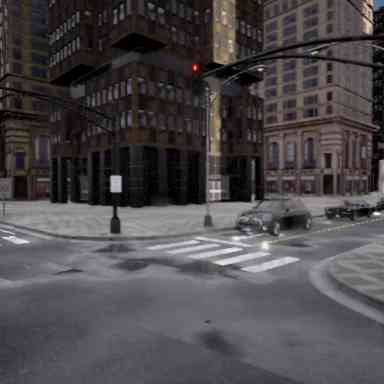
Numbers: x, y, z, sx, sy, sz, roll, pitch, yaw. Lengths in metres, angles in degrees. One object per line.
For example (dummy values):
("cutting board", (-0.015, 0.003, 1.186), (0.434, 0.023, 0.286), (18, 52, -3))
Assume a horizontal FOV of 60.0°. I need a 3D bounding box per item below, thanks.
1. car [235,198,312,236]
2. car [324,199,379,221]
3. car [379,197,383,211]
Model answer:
("car", (4.205, 1.130, 16.947), (4.553, 1.767, 2.097), (-1, 1, -44))
("car", (11.300, 1.244, 23.725), (4.718, 1.301, 1.895), (-1, 1, -44))
("car", (18.628, 1.005, 30.704), (4.892, 1.490, 1.837), (-1, 1, -43))
